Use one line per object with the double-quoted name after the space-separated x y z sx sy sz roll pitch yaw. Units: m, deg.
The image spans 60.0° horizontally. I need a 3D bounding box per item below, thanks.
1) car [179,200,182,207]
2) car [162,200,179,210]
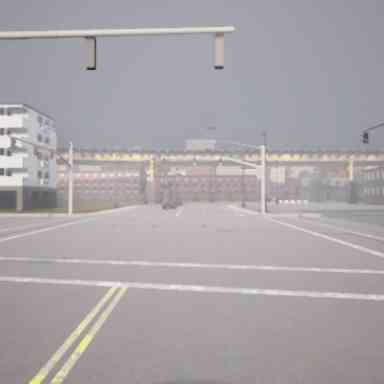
-3.205 2.247 67.787 1.994 1.385 4.181 0 -1 6 "car"
-3.561 2.096 52.008 1.994 1.385 4.181 0 -1 0 "car"
